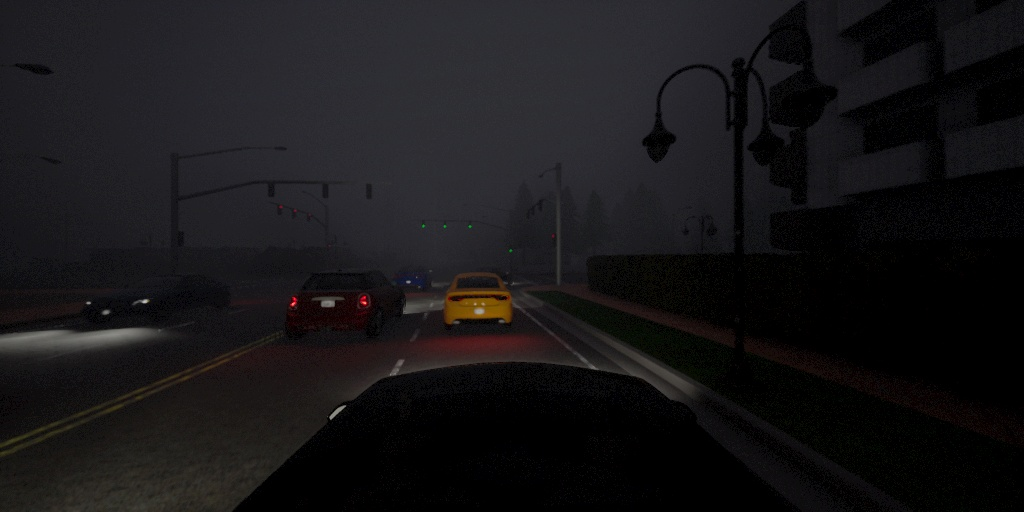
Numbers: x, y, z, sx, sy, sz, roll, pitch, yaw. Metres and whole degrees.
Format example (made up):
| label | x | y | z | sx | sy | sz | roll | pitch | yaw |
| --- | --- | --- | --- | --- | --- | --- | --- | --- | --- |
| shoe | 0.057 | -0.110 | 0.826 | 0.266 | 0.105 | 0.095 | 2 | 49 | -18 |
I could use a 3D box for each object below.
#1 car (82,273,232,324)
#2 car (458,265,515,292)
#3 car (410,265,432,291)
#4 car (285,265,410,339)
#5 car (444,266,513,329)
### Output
| label | x | y | z | sx | sy | sz | roll | pitch | yaw |
| --- | --- | --- | --- | --- | --- | --- | --- | --- | --- |
| car | -11.902 | 1.340 | 12.533 | 1.812 | 1.442 | 4.674 | 0 | 0 | -8 |
| car | -1.500 | 1.383 | 23.707 | 2.033 | 1.411 | 5.357 | 0 | 0 | 16 |
| car | -6.165 | 1.318 | 22.626 | 1.882 | 1.535 | 5.008 | 0 | 0 | -8 |
| car | -4.532 | 1.144 | 10.475 | 2.097 | 1.767 | 4.553 | 0 | 0 | -6 |
| car | -1.125 | 1.267 | 11.571 | 1.882 | 1.535 | 5.008 | 0 | 0 | -7 |
